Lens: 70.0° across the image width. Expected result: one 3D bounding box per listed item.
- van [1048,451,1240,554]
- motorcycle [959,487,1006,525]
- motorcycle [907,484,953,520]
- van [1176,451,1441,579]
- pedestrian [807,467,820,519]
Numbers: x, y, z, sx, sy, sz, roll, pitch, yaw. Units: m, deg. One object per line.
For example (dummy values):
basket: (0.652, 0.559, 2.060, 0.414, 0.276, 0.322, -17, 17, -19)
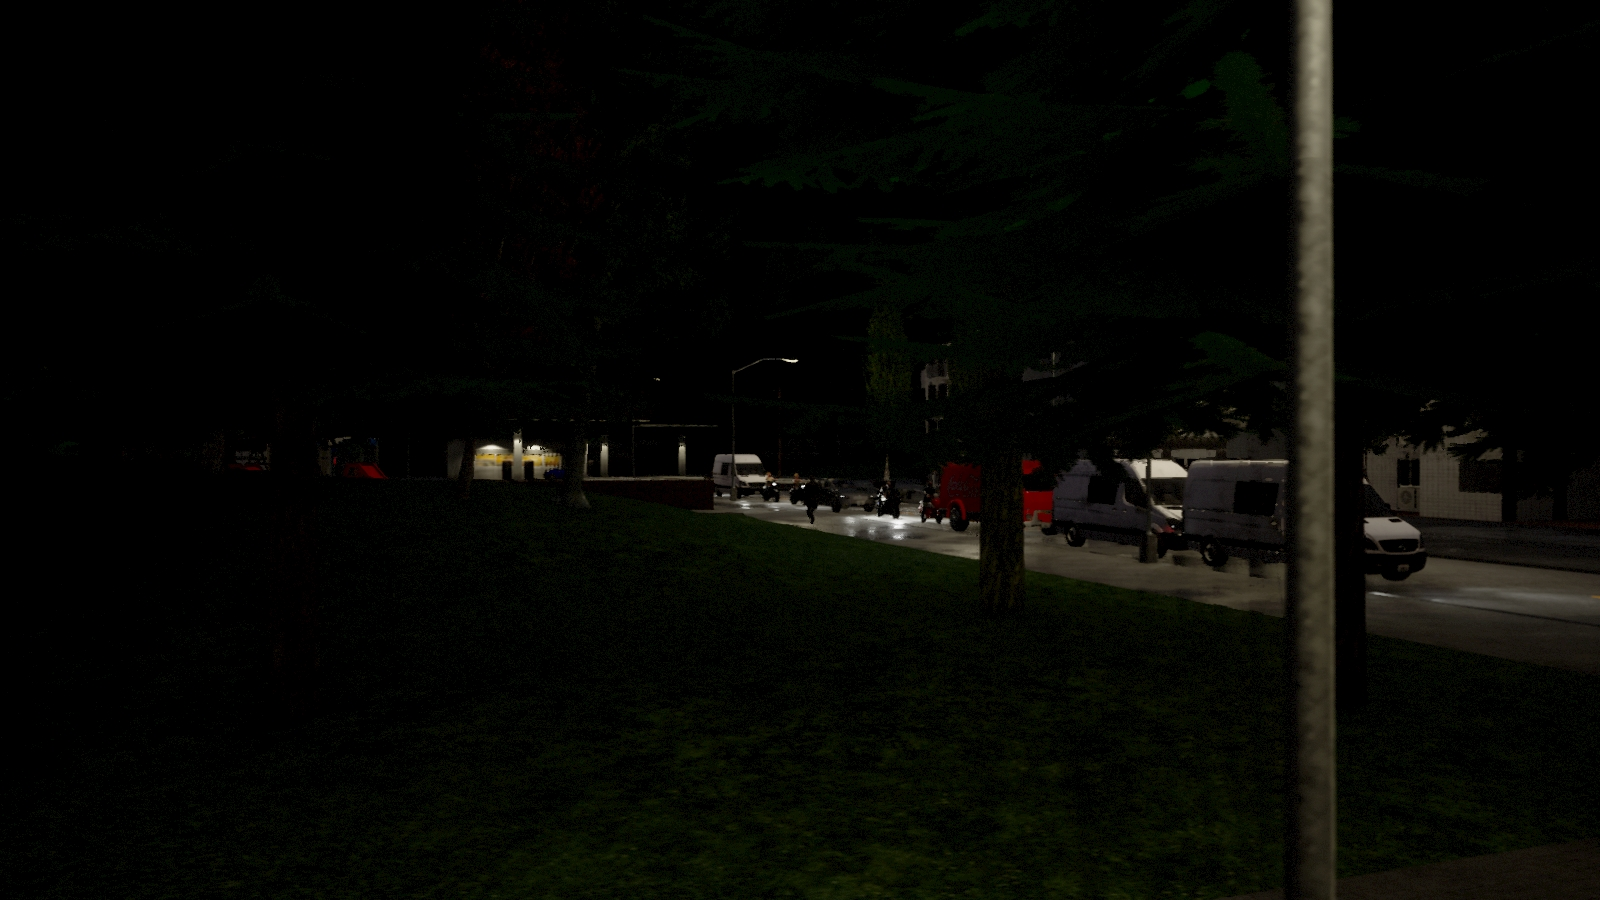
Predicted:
van: (9.356, 1.314, 31.753, 1.988, 2.561, 5.915, 0, 0, -20)
motorcycle: (6.383, 1.962, 40.089, 0.856, 1.236, 1.805, 0, 0, -20)
motorcycle: (4.983, 1.985, 43.932, 0.867, 1.251, 2.209, 0, 0, -20)
van: (11.366, 1.314, 26.166, 1.988, 2.561, 5.915, 0, 0, -20)
pedestrian: (0.474, 1.526, 40.791, 0.375, 1.860, 0.375, 0, 0, -20)
